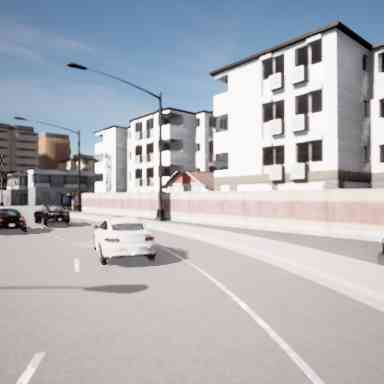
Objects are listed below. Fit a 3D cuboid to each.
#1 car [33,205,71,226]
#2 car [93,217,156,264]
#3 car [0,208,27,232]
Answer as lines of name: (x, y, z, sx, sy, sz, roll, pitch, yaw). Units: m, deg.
car: (-10.845, 1.769, 25.628, 2.128, 1.511, 4.902, 0, -1, -37)
car: (-2.618, 1.653, 12.439, 1.812, 1.442, 4.674, 0, 0, -20)
car: (-11.751, 1.762, 21.036, 1.812, 1.442, 4.674, 0, -1, -36)
